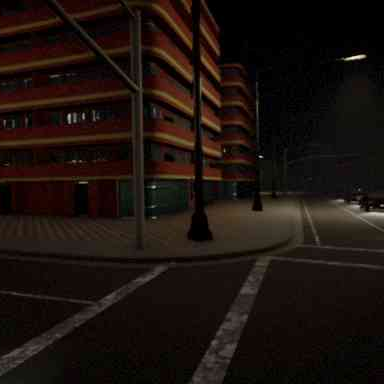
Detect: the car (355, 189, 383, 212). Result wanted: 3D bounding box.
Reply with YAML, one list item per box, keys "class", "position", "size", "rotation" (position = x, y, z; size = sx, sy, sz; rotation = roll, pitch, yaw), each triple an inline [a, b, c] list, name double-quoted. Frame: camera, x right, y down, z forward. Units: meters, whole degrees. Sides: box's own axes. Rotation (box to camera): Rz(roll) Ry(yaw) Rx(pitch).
- class: "car"
  position: [14.312, 0.741, 25.894]
  size: [1.994, 1.385, 4.181]
  rotation: [-1, 1, 17]

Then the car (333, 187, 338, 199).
- class: "car"
  position: [20.393, 0.102, 45.307]
  size: [2.128, 1.511, 4.902]
  rotation: [-1, 1, 18]

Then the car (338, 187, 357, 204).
- class: "car"
  position: [17.315, 0.388, 35.501]
  size: [2.128, 1.511, 4.902]
  rotation: [-1, 1, 18]
